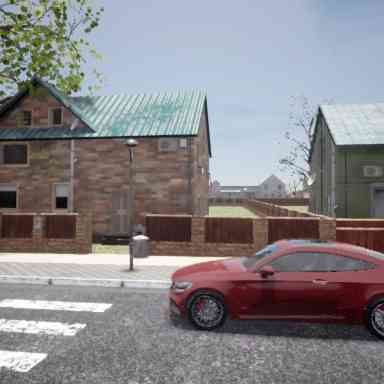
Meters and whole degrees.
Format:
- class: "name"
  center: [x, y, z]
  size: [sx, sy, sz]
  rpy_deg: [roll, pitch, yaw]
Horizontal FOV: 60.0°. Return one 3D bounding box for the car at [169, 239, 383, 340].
- class: "car"
  center: [1.911, 1.637, 6.231]
  size: [4.674, 1.442, 1.812]
  rpy_deg: [-1, -2, 8]
